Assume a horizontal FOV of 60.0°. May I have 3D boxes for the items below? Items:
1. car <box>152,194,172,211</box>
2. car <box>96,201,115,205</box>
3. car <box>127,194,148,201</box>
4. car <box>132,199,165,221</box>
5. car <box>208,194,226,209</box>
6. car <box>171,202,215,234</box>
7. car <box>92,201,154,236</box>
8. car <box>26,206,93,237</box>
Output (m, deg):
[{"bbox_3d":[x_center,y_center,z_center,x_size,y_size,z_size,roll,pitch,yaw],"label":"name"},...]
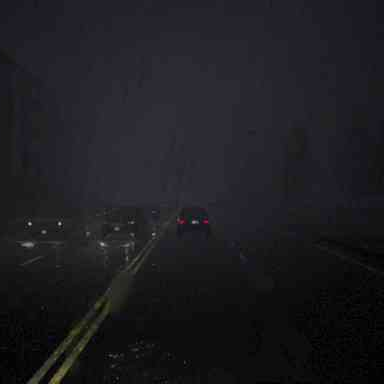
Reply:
[{"bbox_3d":[-3.581,1.239,40.473,2.150,2.045,5.566,0,0,-1],"label":"car"},{"bbox_3d":[-7.095,1.517,27.445,1.837,1.490,4.892,0,0,0],"label":"car"},{"bbox_3d":[-7.034,1.244,43.282,2.150,2.045,5.566,0,0,0],"label":"car"},{"bbox_3d":[-3.596,1.538,27.559,1.812,1.442,4.674,0,0,0],"label":"car"},{"bbox_3d":[3.499,1.244,46.243,2.150,2.045,5.566,0,0,0],"label":"car"},{"bbox_3d":[0.094,1.556,19.119,2.033,1.411,5.357,0,0,0],"label":"car"},{"bbox_3d":[-3.596,1.500,18.384,2.128,1.511,4.902,0,0,0],"label":"car"},{"bbox_3d":[-7.097,1.609,18.185,1.895,1.301,4.718,0,0,0],"label":"car"}]
